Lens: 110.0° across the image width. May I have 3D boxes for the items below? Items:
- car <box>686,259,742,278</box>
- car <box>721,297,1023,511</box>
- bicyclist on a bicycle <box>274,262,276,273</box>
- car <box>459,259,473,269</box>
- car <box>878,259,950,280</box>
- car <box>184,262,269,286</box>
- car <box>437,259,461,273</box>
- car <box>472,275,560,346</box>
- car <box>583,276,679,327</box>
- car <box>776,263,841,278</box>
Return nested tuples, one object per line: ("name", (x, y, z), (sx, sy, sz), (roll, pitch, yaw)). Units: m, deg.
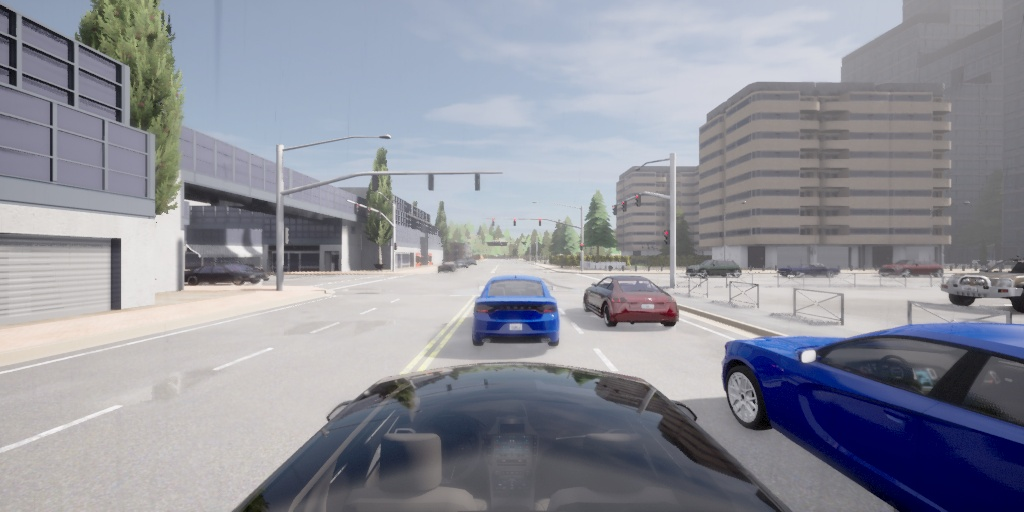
("car", (18.692, 1.102, 33.391), (4.553, 1.767, 2.097), (0, 0, -1))
("car", (3.603, 1.228, 2.576), (1.882, 1.535, 5.008), (0, 0, 0))
("bicyclist on a bicycle", (-25.833, 1.053, 39.649), (0.582, 1.620, 1.656), (0, 0, -1))
("car", (-7.982, 1.241, 57.122), (2.128, 1.511, 4.902), (0, 0, -1))
("car", (37.476, 1.102, 33.760), (4.553, 1.767, 2.097), (0, 0, -1))
("car", (-19.935, 1.297, 24.744), (5.357, 1.411, 2.033), (0, 0, -1))
("car", (-7.708, 1.351, 42.935), (1.895, 1.301, 4.718), (0, 0, -1))
("car", (0.096, 1.228, 9.429), (1.882, 1.535, 5.008), (0, 0, 0))
("car", (3.604, 1.314, 11.560), (1.994, 1.385, 4.181), (0, 0, 0))
("car", (27.679, 1.351, 33.575), (4.718, 1.301, 1.895), (0, 0, -1))
